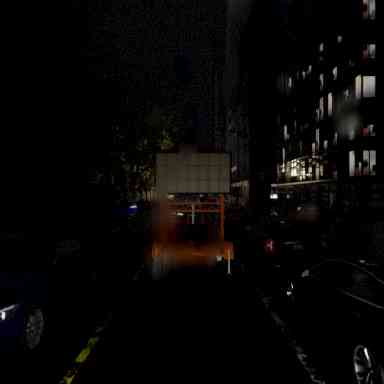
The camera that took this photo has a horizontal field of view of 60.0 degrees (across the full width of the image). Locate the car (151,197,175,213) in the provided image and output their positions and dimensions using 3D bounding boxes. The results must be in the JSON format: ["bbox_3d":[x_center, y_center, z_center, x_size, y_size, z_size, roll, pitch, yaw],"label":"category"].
[{"bbox_3d":[-2.945,1.570,36.242,1.895,1.301,4.718,0,0,0],"label":"car"}]

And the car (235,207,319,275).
[{"bbox_3d":[2.710,1.438,10.444,1.967,1.590,4.097,0,0,0],"label":"car"}]

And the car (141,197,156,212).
[{"bbox_3d":[-5.626,1.546,38.881,1.802,1.307,4.206,0,0,0],"label":"car"}]

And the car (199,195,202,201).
[{"bbox_3d":[2.800,1.444,67.261,1.887,1.381,4.507,0,0,0],"label":"car"}]

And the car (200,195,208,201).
[{"bbox_3d":[2.818,1.430,78.623,1.947,1.339,4.313,0,0,0],"label":"car"}]

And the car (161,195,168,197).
[{"bbox_3d":[-5.598,1.474,55.929,1.887,1.381,4.507,0,0,0],"label":"car"}]

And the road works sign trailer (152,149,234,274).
[{"bbox_3d":[0.032,0.462,10.506,2.380,3.560,2.880,0,0,1],"label":"road works sign trailer"}]

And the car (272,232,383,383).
[{"bbox_3d":[2.700,1.566,4.763,1.947,1.339,4.313,0,0,0],"label":"car"}]

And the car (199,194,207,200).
[{"bbox_3d":[2.836,1.377,89.987,2.008,1.369,4.403,0,0,0],"label":"car"}]

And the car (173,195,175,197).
[{"bbox_3d":[-5.562,1.390,78.490,1.752,1.417,4.829,0,0,0],"label":"car"}]

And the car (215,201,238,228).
[{"bbox_3d":[2.728,1.514,21.980,1.752,1.417,4.829,0,0,0],"label":"car"}]

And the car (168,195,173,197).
[{"bbox_3d":[-5.581,1.450,67.296,2.008,1.369,4.403,0,0,0],"label":"car"}]

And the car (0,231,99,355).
[{"bbox_3d":[-3.093,1.525,6.202,1.812,1.442,4.674,0,0,0],"label":"car"}]

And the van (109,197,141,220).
[{"bbox_3d":[-5.643,1.323,27.515,1.690,1.788,3.998,0,0,0],"label":"van"}]

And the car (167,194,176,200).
[{"bbox_3d":[-5.544,1.376,90.027,2.008,1.369,4.403,0,0,0],"label":"car"}]

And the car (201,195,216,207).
[{"bbox_3d":[2.773,1.524,50.217,1.802,1.307,4.206,0,0,0],"label":"car"}]

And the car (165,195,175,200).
[{"bbox_3d":[-5.553,1.396,84.344,2.008,1.369,4.403,0,0,0],"label":"car"}]
